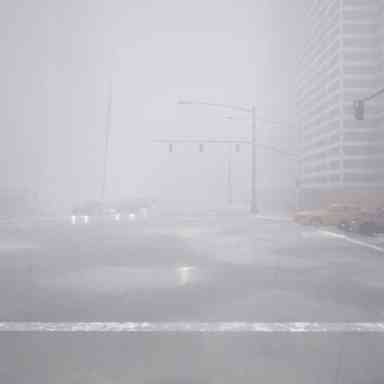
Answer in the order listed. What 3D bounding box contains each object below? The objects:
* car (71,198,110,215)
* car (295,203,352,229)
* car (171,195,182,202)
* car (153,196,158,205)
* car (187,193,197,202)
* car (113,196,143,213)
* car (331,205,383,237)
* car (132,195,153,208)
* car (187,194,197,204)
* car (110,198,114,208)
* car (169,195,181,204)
[{"bbox_3d":[-10.543,1.547,34.338,2.033,1.411,5.357,0,0,4],"label":"car"},{"bbox_3d":[9.108,1.477,21.078,5.008,1.535,1.882,0,0,0],"label":"car"},{"bbox_3d":[-3.444,1.353,74.517,2.128,1.511,4.902,0,0,0],"label":"car"},{"bbox_3d":[-7.018,1.503,58.120,1.837,1.490,4.892,0,0,0],"label":"car"},{"bbox_3d":[0.056,1.183,74.484,2.097,1.767,4.553,0,0,0],"label":"car"},{"bbox_3d":[-7.061,1.525,37.041,1.812,1.442,4.674,0,0,0],"label":"car"},{"bbox_3d":[9.996,1.563,17.581,4.181,1.385,1.994,0,0,0],"label":"car"},{"bbox_3d":[-7.043,1.504,46.985,1.837,1.490,4.892,0,0,0],"label":"car"},{"bbox_3d":[0.049,1.546,64.230,2.033,1.411,5.357,0,0,0],"label":"car"},{"bbox_3d":[-10.558,1.546,44.410,2.033,1.411,5.357,0,0,0],"label":"car"},{"bbox_3d":[-3.451,1.490,64.233,2.128,1.511,4.902,0,0,0],"label":"car"}]
